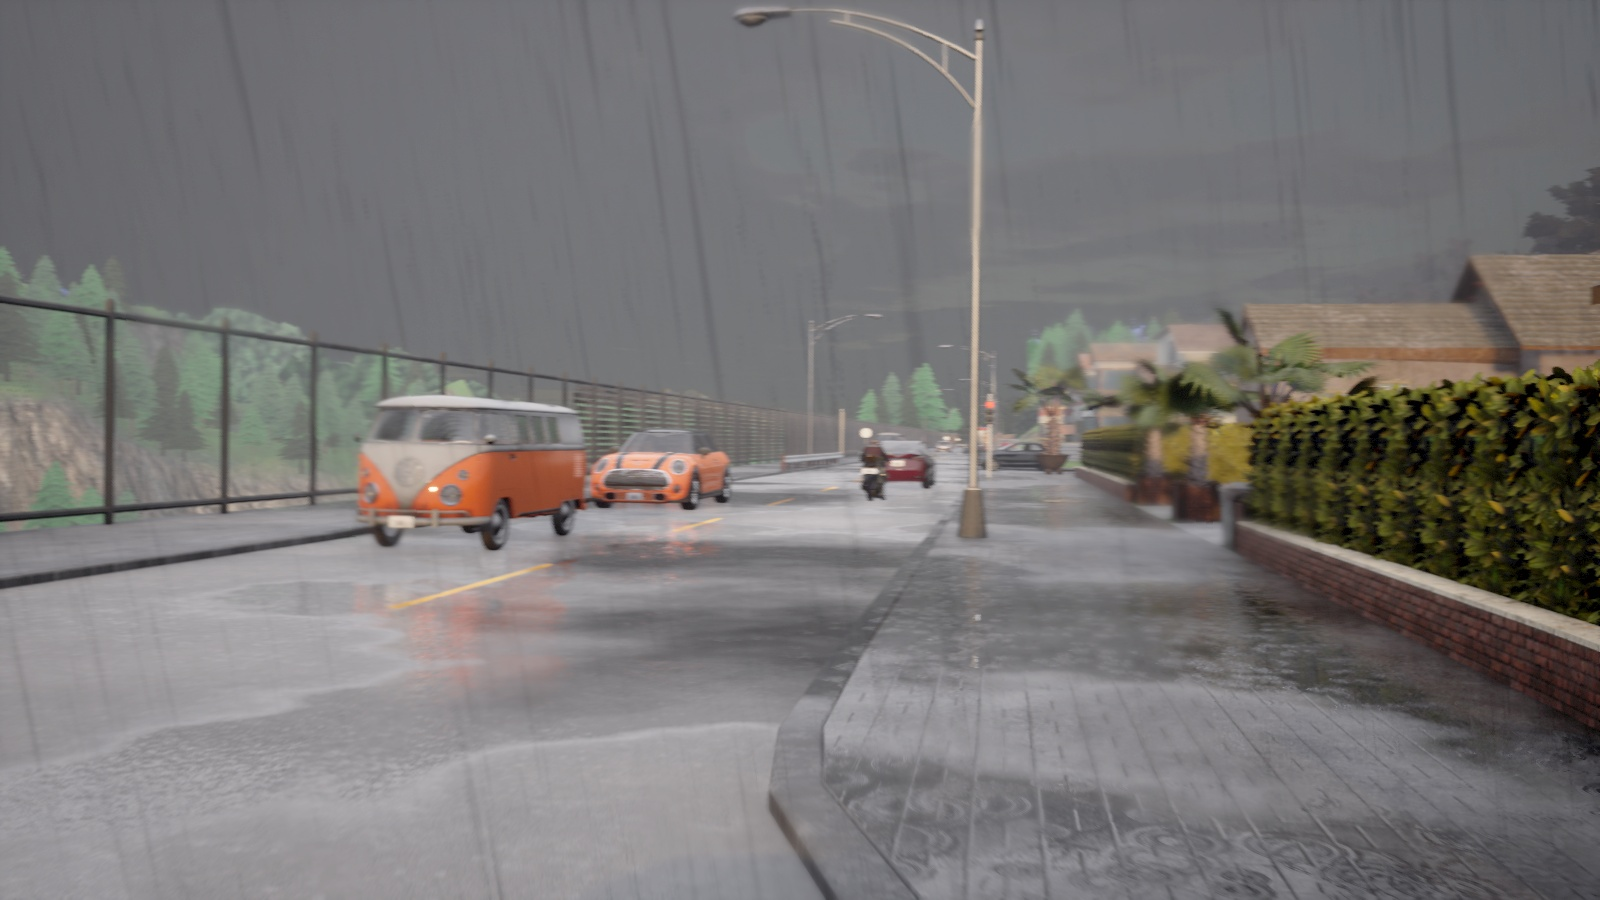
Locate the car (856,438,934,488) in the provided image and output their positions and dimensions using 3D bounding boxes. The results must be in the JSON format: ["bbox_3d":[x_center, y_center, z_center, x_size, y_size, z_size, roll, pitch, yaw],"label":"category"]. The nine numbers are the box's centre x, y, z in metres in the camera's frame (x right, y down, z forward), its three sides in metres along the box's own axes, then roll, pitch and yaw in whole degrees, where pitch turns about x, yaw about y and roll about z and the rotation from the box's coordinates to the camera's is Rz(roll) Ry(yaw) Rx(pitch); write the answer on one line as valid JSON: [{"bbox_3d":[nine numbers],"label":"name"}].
[{"bbox_3d":[3.115,0.368,40.204,2.163,1.488,4.792,0,1,8],"label":"car"}]

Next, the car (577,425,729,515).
[{"bbox_3d":[-3.019,0.375,26.920,2.097,1.767,4.553,0,1,9],"label":"car"}]

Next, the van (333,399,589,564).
[{"bbox_3d":[-4.492,0.359,17.424,1.775,1.987,4.442,0,1,9],"label":"van"}]

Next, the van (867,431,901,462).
[{"bbox_3d":[5.487,-0.256,81.746,1.775,1.987,4.442,0,1,9],"label":"van"}]

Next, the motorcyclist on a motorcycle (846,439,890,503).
[{"bbox_3d":[1.709,0.488,31.295,0.866,1.530,2.191,0,1,9],"label":"motorcyclist on a motorcycle"}]

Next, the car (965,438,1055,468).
[{"bbox_3d":[10.434,0.148,62.624,4.193,1.474,1.816,0,0,1],"label":"car"}]
